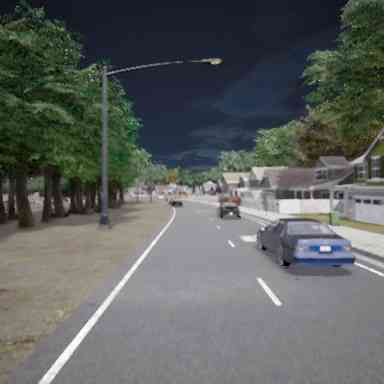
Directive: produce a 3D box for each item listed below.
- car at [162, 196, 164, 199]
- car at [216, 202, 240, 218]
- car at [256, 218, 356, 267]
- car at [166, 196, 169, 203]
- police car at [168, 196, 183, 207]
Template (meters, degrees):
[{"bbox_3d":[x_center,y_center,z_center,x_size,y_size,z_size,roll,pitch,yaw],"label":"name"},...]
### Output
[{"bbox_3d":[-6.288,1.881,92.222,2.033,1.411,5.357,0,0,-11],"label":"car"},{"bbox_3d":[3.467,1.703,32.353,1.837,1.490,4.892,0,0,-1],"label":"car"},{"bbox_3d":[3.607,1.595,11.533,2.033,1.411,5.357,0,0,0],"label":"car"},{"bbox_3d":[-3.701,1.882,68.110,1.837,1.490,4.892,0,0,-7],"label":"car"},{"bbox_3d":[-2.655,1.771,58.258,1.930,1.638,5.238,0,0,-5],"label":"police car"}]
